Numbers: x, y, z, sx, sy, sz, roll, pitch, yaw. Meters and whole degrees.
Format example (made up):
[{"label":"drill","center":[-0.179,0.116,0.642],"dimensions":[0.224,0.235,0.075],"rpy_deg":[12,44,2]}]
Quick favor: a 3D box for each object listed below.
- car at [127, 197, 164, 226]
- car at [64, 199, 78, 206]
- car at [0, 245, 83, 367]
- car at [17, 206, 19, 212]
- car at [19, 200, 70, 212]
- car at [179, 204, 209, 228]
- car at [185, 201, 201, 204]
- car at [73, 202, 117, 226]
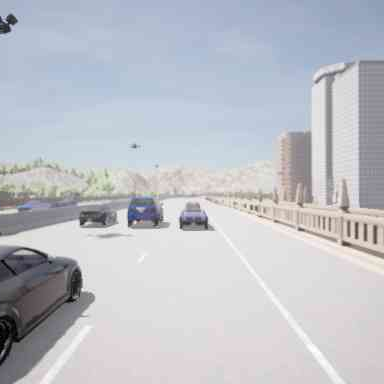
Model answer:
[{"label":"car","center":[-3.390,1.363,24.828],"dimensions":[2.150,2.045,5.566],"rpy_deg":[0,0,0]},{"label":"car","center":[-20.978,1.881,56.515],"dimensions":[1.882,1.535,5.008],"rpy_deg":[0,0,0]},{"label":"car","center":[-3.398,1.592,5.677],"dimensions":[1.994,1.385,4.181],"rpy_deg":[0,0,0]},{"label":"car","center":[-17.543,1.703,37.195],"dimensions":[1.882,1.535,5.008],"rpy_deg":[0,-1,0]},{"label":"car","center":[-14.045,1.738,32.184],"dimensions":[2.033,1.411,5.357],"rpy_deg":[0,0,1]},{"label":"car","center":[0.109,1.730,23.010],"dimensions":[1.895,1.301,4.718],"rpy_deg":[0,0,0]},{"label":"car","center":[0.115,1.811,40.252],"dimensions":[1.994,1.385,4.181],"rpy_deg":[0,0,0]},{"label":"car","center":[-6.891,1.646,24.756],"dimensions":[1.837,1.490,4.892],"rpy_deg":[0,0,0]}]
